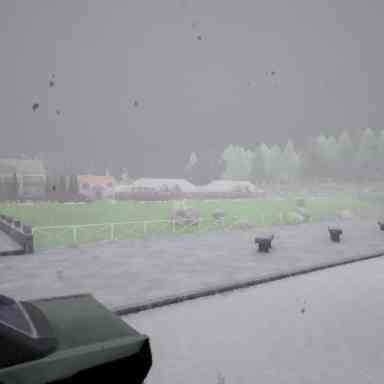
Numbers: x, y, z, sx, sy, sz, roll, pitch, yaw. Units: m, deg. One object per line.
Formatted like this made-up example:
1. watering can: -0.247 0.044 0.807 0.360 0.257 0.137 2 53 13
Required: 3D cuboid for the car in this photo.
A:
1. car: -2.796 1.601 2.614 4.718 1.301 1.895 0 0 -35
